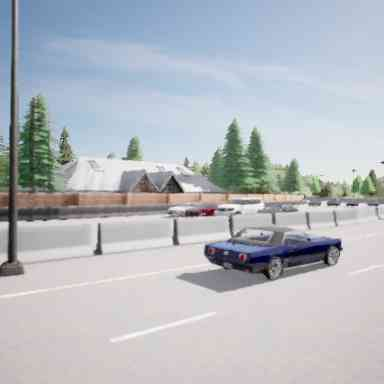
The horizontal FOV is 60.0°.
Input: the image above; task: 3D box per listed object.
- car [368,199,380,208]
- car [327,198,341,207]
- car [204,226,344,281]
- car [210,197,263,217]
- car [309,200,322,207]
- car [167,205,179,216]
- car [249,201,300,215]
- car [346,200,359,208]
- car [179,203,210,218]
[{"bbox_3d":[33.377,2.120,60.944,1.837,1.490,4.892,0,-1,31],"label":"car"},{"bbox_3d":[27.947,2.039,65.530,2.097,1.767,4.553,0,-1,31],"label":"car"},{"bbox_3d":[2.717,1.708,10.296,4.718,1.301,1.895,1,-1,-38],"label":"car"},{"bbox_3d":[4.558,1.527,30.651,5.566,2.045,2.150,1,-1,-44],"label":"car"},{"bbox_3d":[25.091,2.243,67.581,1.994,1.385,4.181,0,-1,31],"label":"car"},{"bbox_3d":[-0.517,1.857,35.478,4.674,1.442,1.812,1,-1,-44],"label":"car"},{"bbox_3d":[7.470,1.786,28.612,4.902,1.511,2.128,1,-1,-44],"label":"car"},{"bbox_3d":[30.130,2.208,62.325,1.994,1.385,4.181,0,-1,31],"label":"car"},{"bbox_3d":[1.487,1.789,32.581,5.008,1.535,1.882,1,-1,-43],"label":"car"}]
